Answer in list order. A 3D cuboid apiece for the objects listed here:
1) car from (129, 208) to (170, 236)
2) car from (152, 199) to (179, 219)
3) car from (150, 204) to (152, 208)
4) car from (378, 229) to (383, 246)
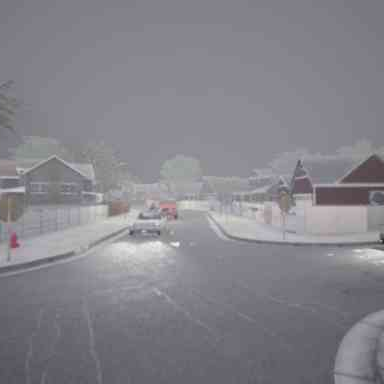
[{"bbox_3d":[-2.642,1.908,20.655,1.895,1.301,4.718,0,-1,0],"label":"car"},{"bbox_3d":[-2.566,1.754,35.296,2.150,2.045,5.566,0,-1,0],"label":"car"},{"bbox_3d":[-5.425,2.345,54.615,1.882,1.535,5.008,1,-2,-23],"label":"car"},{"bbox_3d":[9.770,1.637,13.662,4.181,1.385,1.994,0,-1,-23],"label":"car"}]
